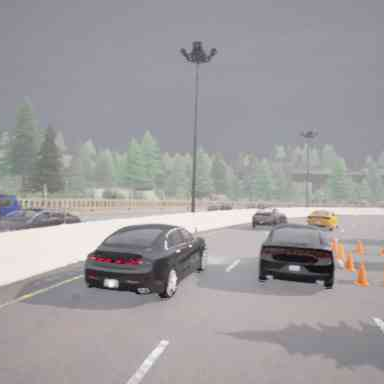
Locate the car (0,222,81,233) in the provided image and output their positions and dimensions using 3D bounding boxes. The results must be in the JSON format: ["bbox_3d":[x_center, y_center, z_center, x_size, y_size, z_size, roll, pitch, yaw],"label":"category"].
[{"bbox_3d":[-6.762,1.438,14.092,2.128,1.511,4.902,2,-1,19],"label":"car"}]

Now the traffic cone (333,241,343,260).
[{"bbox_3d":[5.810,2.323,12.955,0.340,0.580,0.340,2,-1,17],"label":"traffic cone"}]

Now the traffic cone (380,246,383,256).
[{"bbox_3d":[8.298,2.426,14.296,0.340,0.580,0.340,2,-1,17],"label":"traffic cone"}]

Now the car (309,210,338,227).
[{"bbox_3d":[10.614,2.188,26.896,1.882,1.535,5.008,1,-1,29],"label":"car"}]

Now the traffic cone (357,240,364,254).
[{"bbox_3d":[7.341,2.396,14.583,0.340,0.580,0.340,2,-1,17],"label":"traffic cone"}]

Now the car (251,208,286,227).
[{"bbox_3d":[6.095,2.033,25.906,2.128,1.511,4.902,2,-1,27],"label":"car"}]

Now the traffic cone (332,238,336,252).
[{"bbox_3d":[6.384,2.367,14.871,0.340,0.580,0.340,2,-1,17],"label":"traffic cone"}]

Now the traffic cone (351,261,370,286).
[{"bbox_3d":[4.663,2.234,9.125,0.340,0.580,0.340,2,-1,17],"label":"traffic cone"}]

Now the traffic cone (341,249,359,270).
[{"bbox_3d":[5.236,2.278,11.040,0.340,0.580,0.340,2,-1,17],"label":"traffic cone"}]

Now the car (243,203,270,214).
[{"bbox_3d":[9.736,2.478,50.205,1.837,1.490,4.892,1,-1,40],"label":"car"}]

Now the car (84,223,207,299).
[{"bbox_3d":[-0.905,1.587,8.832,1.837,1.490,4.892,2,-1,16],"label":"car"}]

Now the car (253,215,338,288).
[{"bbox_3d":[3.215,1.721,10.282,1.882,1.535,5.008,2,-1,18],"label":"car"}]

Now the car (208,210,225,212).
[{"bbox_3d":[4.103,2.289,48.821,1.812,1.442,4.674,1,-1,38],"label":"car"}]
